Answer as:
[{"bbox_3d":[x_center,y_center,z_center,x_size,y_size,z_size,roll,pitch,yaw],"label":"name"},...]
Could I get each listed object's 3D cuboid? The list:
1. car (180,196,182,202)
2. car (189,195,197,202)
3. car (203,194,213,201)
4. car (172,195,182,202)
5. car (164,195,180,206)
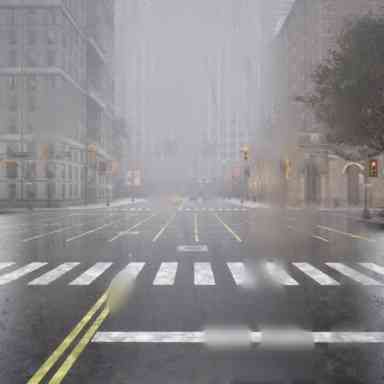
[{"bbox_3d":[-3.464,1.478,64.819,1.882,1.535,5.008,0,0,1],"label":"car"},{"bbox_3d":[0.236,1.449,78.556,2.128,1.511,4.902,0,0,1],"label":"car"},{"bbox_3d":[3.736,1.280,78.489,2.097,1.767,4.553,0,0,1],"label":"car"},{"bbox_3d":[-3.303,1.478,75.044,1.882,1.535,5.008,0,0,1],"label":"car"},{"bbox_3d":[-3.546,1.478,55.510,1.882,1.535,5.008,0,0,0],"label":"car"}]
